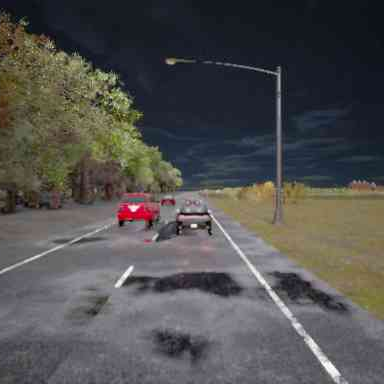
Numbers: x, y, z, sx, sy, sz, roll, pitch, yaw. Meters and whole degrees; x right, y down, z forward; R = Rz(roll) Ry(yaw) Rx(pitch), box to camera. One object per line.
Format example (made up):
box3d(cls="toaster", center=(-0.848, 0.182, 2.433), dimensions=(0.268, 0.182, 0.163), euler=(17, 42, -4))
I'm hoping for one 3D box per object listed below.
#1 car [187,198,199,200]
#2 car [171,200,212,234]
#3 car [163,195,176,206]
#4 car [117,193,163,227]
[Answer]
box3d(cls="car", center=(0.081, 1.378, 43.856), dimensions=(1.895, 1.301, 4.718), euler=(0, 0, 0))
box3d(cls="car", center=(0.093, 1.400, 18.366), dimensions=(2.128, 1.511, 4.902), euler=(0, 0, 0))
box3d(cls="car", center=(-3.421, 1.223, 49.736), dimensions=(1.882, 1.535, 5.008), euler=(0, 0, 0))
box3d(cls="car", center=(-3.409, 1.110, 22.052), dimensions=(2.150, 2.045, 5.566), euler=(0, 0, 0))
